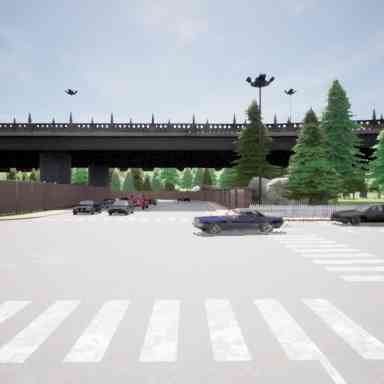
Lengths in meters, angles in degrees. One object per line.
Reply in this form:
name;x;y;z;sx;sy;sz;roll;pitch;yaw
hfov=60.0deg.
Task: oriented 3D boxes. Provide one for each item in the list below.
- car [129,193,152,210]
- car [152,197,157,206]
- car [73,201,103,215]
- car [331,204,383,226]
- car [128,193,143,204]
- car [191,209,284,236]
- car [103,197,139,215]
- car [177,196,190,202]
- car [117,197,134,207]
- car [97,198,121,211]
car;-7.045;1.221;43.767;2.150;2.045;5.566;0;0;0
car;-7.035;1.563;55.788;1.994;1.385;4.181;0;0;0
car;-10.569;1.564;33.870;1.994;1.385;4.181;0;0;0
car;12.235;1.492;22.219;5.357;1.411;2.033;0;0;2
car;-10.690;1.221;63.473;2.150;2.045;5.566;0;0;-3
car;2.392;1.568;17.980;4.718;1.301;1.895;0;0;-14
car;-7.043;1.547;33.593;2.033;1.411;5.357;0;0;0
car;-1.908;1.553;75.231;1.994;1.385;4.181;0;0;-19
car;-10.540;1.526;52.765;1.812;1.442;4.674;0;0;0
car;-10.544;1.526;42.585;1.812;1.442;4.674;0;0;0
